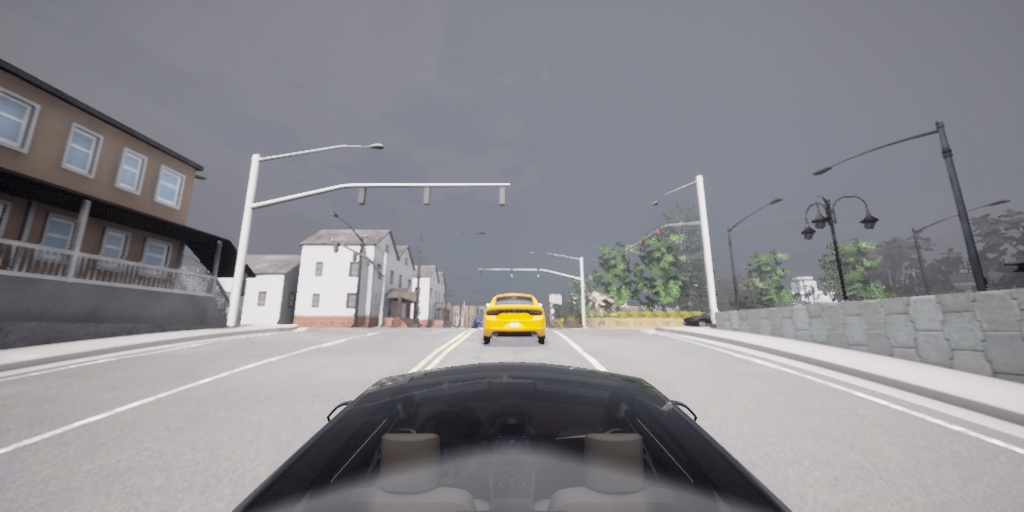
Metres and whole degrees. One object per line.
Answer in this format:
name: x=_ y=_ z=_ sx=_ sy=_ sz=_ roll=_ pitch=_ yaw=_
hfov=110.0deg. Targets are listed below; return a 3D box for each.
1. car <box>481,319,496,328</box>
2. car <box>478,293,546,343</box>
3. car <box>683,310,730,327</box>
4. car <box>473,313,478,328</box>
car: x=-3.618 y=10.598 z=56.136 sx=2.033 sy=1.411 sz=5.357 roll=0 pitch=-11 yaw=0
car: x=0.076 y=2.074 z=12.607 sx=1.882 sy=1.535 sz=5.008 roll=0 pitch=-7 yaw=0
car: x=16.477 y=5.103 z=28.972 sx=5.008 sy=1.535 sz=1.882 roll=0 pitch=-11 yaw=1
car: x=-3.632 y=8.240 z=45.985 sx=2.150 sy=2.045 sz=5.566 roll=0 pitch=-11 yaw=0
